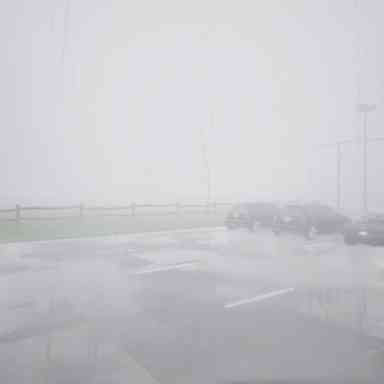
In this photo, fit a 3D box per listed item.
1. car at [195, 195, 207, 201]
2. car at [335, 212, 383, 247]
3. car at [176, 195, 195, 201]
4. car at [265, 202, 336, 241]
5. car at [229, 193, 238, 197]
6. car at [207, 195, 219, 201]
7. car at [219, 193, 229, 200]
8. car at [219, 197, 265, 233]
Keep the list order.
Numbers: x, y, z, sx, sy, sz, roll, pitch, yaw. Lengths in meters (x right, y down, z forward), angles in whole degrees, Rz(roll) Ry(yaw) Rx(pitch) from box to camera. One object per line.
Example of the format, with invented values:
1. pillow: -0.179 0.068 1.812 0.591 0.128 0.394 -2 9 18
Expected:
1. car: 0.799 1.503 78.032 1.994 1.385 4.181 0 0 -36
2. car: 8.269 1.569 14.066 4.181 1.385 1.994 0 0 -35
3. car: -2.027 1.474 75.967 1.812 1.442 4.674 0 0 -36
4. car: 6.212 1.363 16.898 4.553 1.767 2.097 0 0 -35
5. car: 9.296 1.176 84.202 2.150 2.045 5.566 0 0 -36
6. car: 3.626 1.428 80.097 1.882 1.535 5.008 0 0 -36
7. car: 6.452 1.503 82.161 1.994 1.385 4.181 0 0 -36
8. car: 4.179 1.363 19.748 4.553 1.767 2.097 0 0 -35
